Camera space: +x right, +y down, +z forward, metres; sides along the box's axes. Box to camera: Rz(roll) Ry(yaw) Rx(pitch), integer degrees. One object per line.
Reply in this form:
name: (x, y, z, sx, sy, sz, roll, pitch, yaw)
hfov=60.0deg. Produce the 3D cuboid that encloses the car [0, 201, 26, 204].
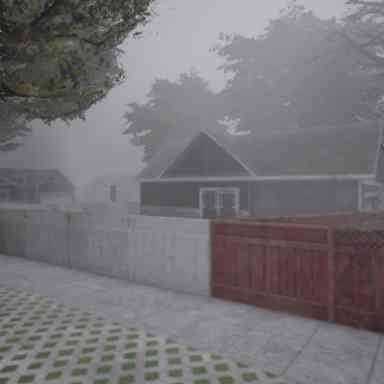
car: (-16.774, 1.625, 30.018, 1.837, 1.490, 4.892, 1, 0, 35)
